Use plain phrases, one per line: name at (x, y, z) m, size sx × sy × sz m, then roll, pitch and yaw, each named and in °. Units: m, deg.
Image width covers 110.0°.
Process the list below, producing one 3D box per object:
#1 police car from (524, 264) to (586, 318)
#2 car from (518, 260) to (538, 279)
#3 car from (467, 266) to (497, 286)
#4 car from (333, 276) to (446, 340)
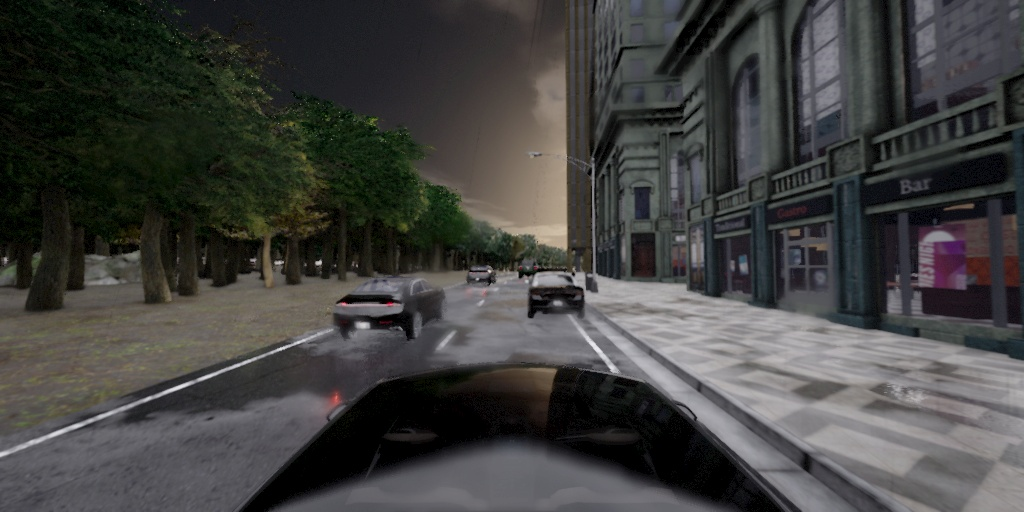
police car at (1.510, 1.272, 13.565) m, size 1.930 × 1.638 × 5.238 m, roll 0°, pitch 0°, yaw 2°
car at (1.941, 1.425, 39.565) m, size 2.150 × 2.045 × 5.566 m, roll 0°, pitch -1°, yaw 6°
car at (-2.343, 1.509, 28.476) m, size 2.128 × 1.511 × 4.902 m, roll 0°, pitch -1°, yaw 4°
car at (-3.187, 1.325, 10.270) m, size 2.128 × 1.511 × 4.902 m, roll 0°, pitch 0°, yaw 2°
